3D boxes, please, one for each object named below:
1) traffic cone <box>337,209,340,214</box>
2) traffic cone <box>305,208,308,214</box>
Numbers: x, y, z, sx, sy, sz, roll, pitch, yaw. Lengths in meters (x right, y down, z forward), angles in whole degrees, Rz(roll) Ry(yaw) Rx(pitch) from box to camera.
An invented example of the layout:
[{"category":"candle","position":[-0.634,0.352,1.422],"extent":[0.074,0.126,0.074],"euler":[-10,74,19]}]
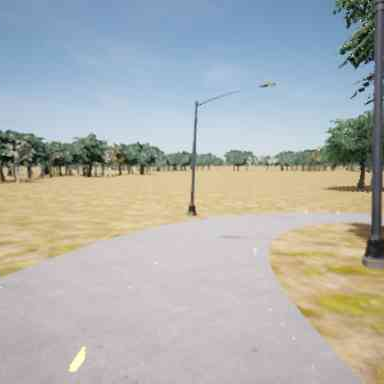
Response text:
[{"category":"traffic cone","position":[17.200,2.230,39.011],"extent":[0.340,0.580,0.340],"euler":[2,3,-25]},{"category":"traffic cone","position":[12.498,2.060,36.361],"extent":[0.340,0.580,0.340],"euler":[2,3,-33]}]
